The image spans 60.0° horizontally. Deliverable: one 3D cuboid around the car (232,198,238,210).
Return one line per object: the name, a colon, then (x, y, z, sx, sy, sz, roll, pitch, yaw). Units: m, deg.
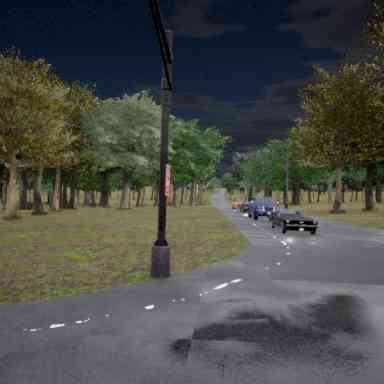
car: (7.244, 1.770, 50.452, 2.097, 1.767, 4.553, 2, -1, 2)

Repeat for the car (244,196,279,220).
car: (6.388, 1.399, 29.903, 2.150, 2.045, 5.566, 2, 0, 2)

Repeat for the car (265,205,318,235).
car: (5.972, 1.710, 20.046, 1.895, 1.301, 4.718, 2, 0, 2)

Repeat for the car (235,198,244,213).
car: (6.844, 1.816, 40.165, 2.033, 1.411, 5.357, 2, -1, 2)

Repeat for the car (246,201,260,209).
car: (11.128, 2.360, 60.762, 1.895, 1.301, 4.718, 2, -1, 2)
